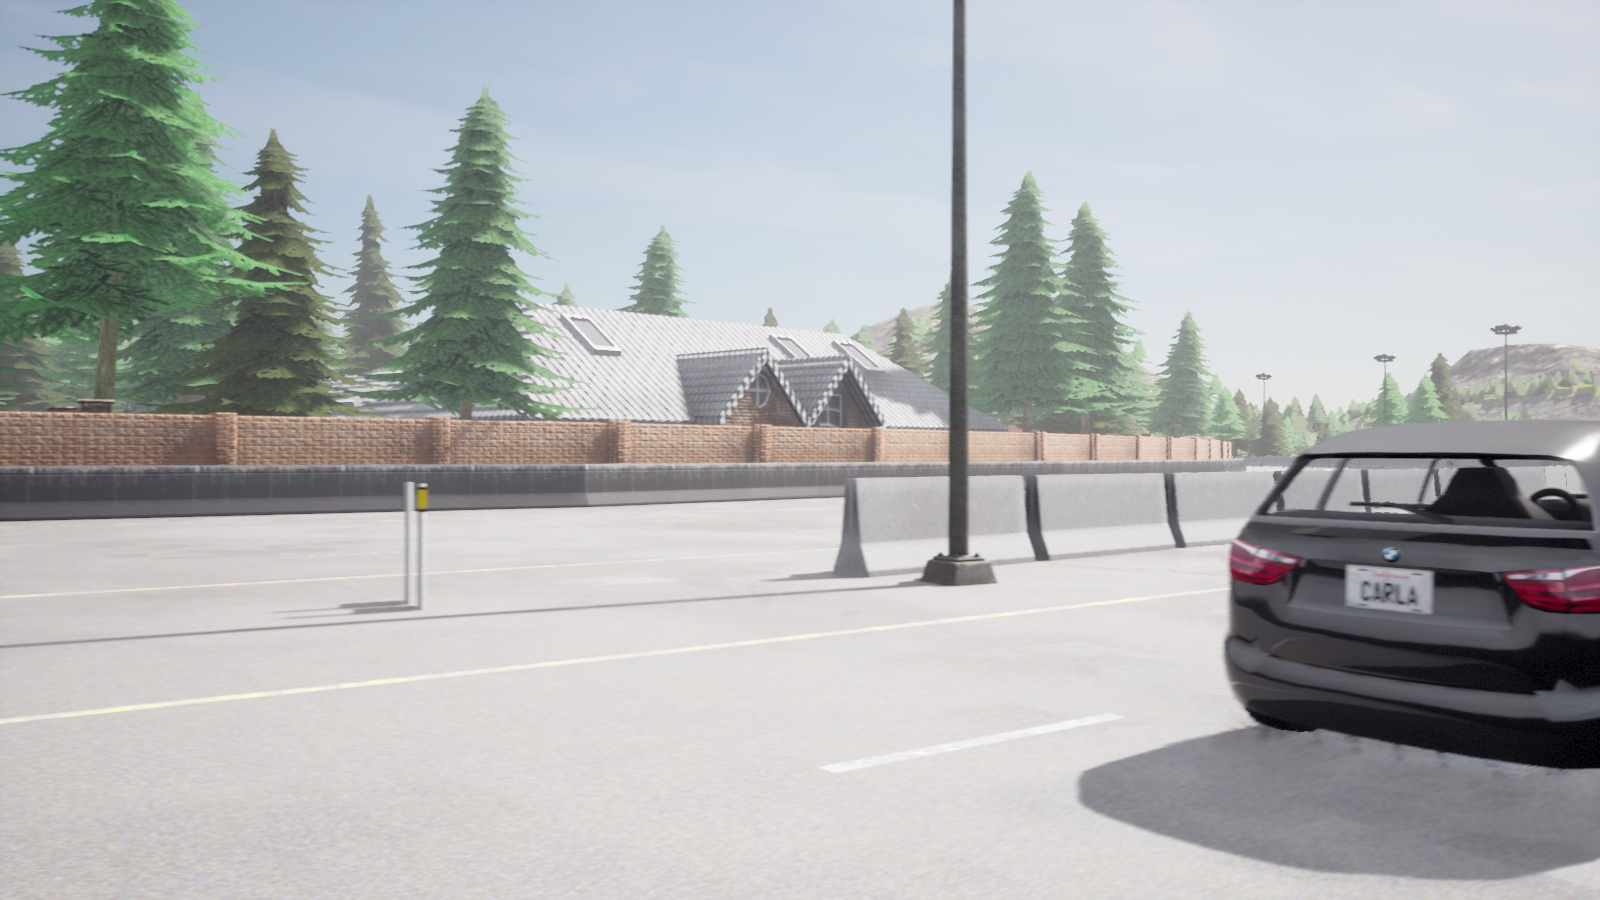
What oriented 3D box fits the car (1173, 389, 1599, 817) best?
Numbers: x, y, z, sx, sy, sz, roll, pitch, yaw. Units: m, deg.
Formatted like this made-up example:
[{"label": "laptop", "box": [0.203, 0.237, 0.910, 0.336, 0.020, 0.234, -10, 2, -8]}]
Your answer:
[{"label": "car", "box": [4.427, 0.598, 6.964, 4.611, 1.667, 2.242, 0, 0, -38]}]
